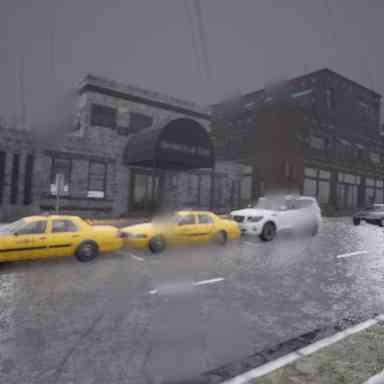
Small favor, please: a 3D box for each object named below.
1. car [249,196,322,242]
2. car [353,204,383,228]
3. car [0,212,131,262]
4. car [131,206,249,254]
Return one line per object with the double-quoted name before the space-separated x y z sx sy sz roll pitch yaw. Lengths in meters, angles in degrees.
"car" 4.338 1.251 17.013 5.566 2.045 2.435 1 0 -36
"car" 13.309 1.613 23.456 4.792 1.488 2.163 1 0 -36
"car" -4.874 1.417 10.409 5.366 1.575 1.946 1 0 -36
"car" -0.385 1.457 13.629 5.366 1.575 1.946 1 0 -36
